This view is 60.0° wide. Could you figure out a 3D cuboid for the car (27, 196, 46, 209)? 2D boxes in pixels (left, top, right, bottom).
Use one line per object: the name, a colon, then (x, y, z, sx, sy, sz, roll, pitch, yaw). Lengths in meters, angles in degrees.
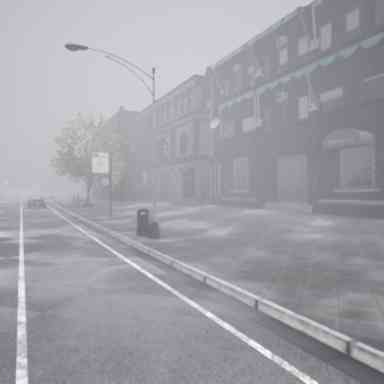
car: (-18.404, 1.158, 39.402, 1.812, 1.442, 4.674, 0, 1, -27)
